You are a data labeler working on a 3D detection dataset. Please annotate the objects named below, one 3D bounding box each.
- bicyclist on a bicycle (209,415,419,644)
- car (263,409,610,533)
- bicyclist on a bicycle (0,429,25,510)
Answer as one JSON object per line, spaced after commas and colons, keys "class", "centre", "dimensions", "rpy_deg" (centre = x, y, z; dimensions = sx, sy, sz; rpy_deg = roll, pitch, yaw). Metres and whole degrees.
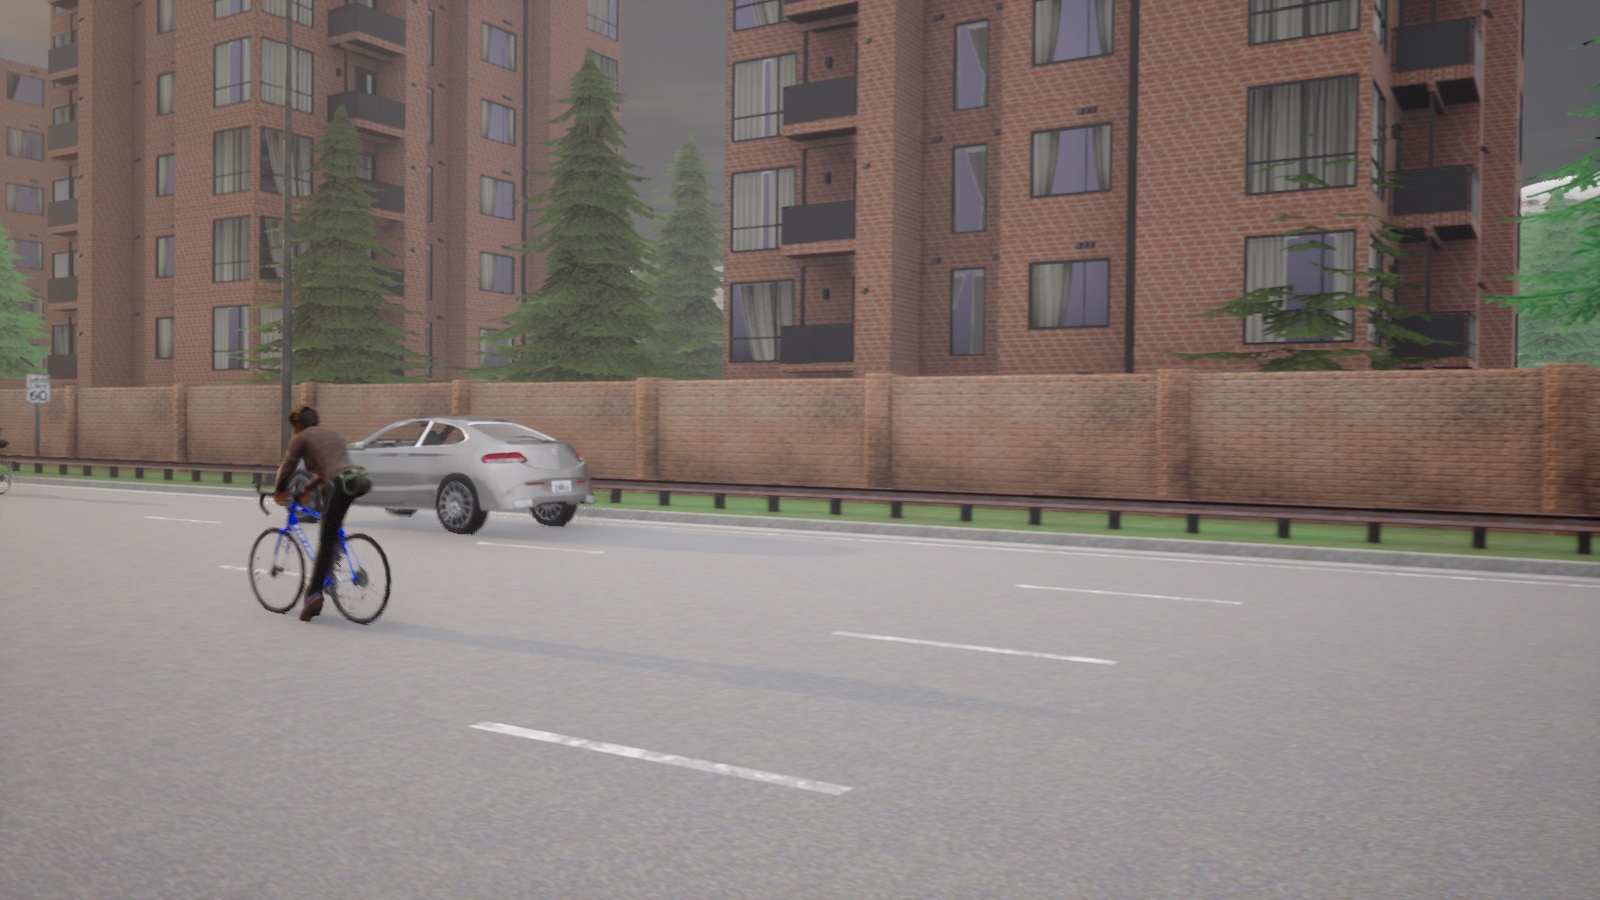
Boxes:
{"class": "bicyclist on a bicycle", "centre": [-3.714, 0.559, 9.568], "dimensions": [1.656, 1.620, 0.582], "rpy_deg": [0, 1, 31]}
{"class": "car", "centre": [-5.508, 0.253, 18.849], "dimensions": [5.027, 1.651, 2.152], "rpy_deg": [0, 1, 31]}
{"class": "bicyclist on a bicycle", "centre": [-16.552, 0.390, 25.572], "dimensions": [1.656, 1.620, 0.582], "rpy_deg": [0, 1, 31]}
